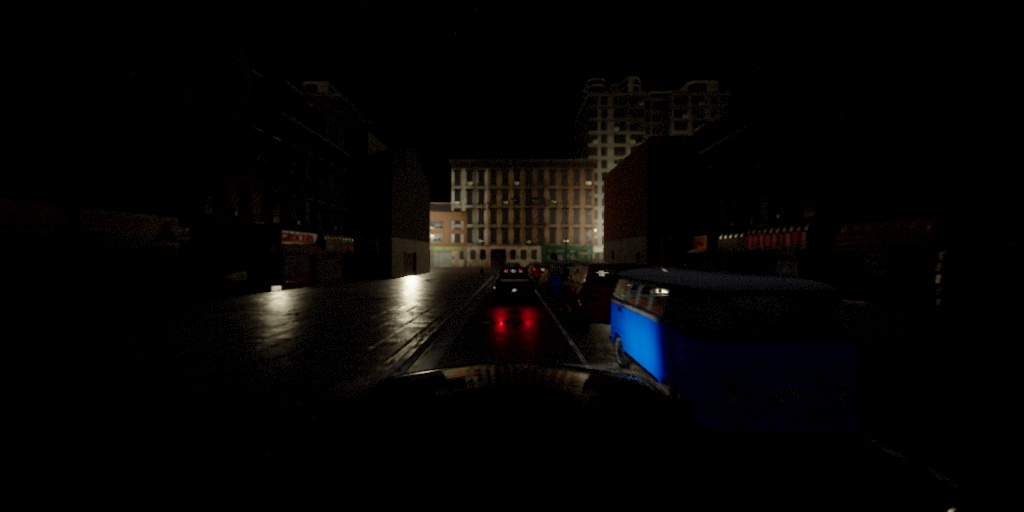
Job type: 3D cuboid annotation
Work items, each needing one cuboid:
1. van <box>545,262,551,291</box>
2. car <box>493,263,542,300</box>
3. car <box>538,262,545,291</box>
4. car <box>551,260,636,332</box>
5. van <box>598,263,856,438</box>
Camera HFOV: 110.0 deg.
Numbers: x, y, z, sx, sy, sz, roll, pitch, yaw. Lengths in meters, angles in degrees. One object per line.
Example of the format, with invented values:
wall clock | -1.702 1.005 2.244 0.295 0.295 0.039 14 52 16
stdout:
van | 2.635 1.101 16.242 1.690 1.789 3.998 0 0 0
car | 0.096 1.251 17.583 2.128 1.511 4.902 0 0 0
car | 2.634 1.289 21.888 1.751 1.417 4.829 0 0 0
car | 2.636 1.071 10.767 2.192 1.841 5.009 0 0 0
van | 2.637 1.093 5.291 1.690 1.789 3.998 0 0 0
